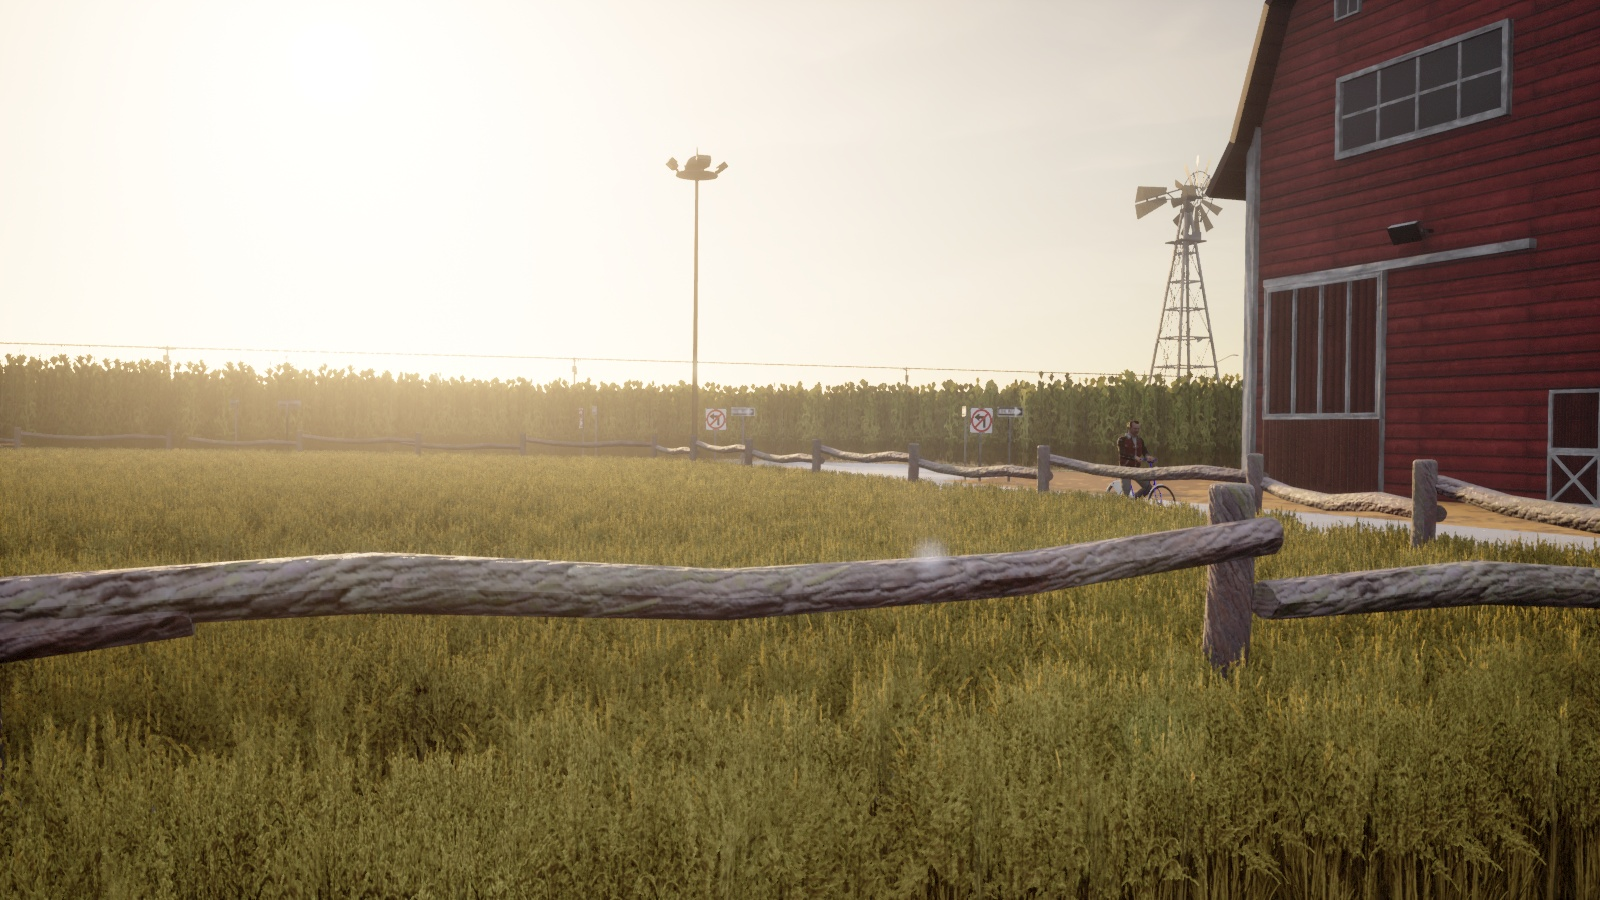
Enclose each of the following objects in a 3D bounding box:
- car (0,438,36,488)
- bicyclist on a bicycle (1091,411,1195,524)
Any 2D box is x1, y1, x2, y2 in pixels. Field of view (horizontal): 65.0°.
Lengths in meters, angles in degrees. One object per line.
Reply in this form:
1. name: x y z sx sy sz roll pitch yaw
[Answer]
1. car: -26.708 0.417 38.773 5.008 1.535 1.882 -1 1 -19
2. bicyclist on a bicycle: 5.626 0.271 20.705 0.659 1.776 1.843 -1 1 -23
